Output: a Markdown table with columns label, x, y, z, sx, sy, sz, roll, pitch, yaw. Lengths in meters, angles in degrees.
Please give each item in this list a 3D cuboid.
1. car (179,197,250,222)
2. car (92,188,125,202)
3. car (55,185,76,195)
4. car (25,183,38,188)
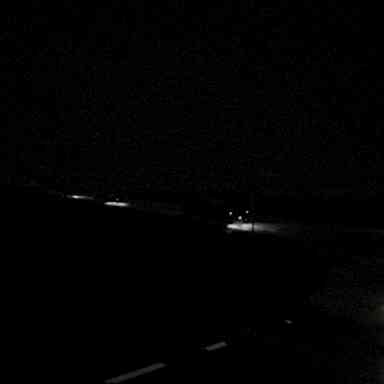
| label | x | y | z | sx | sy | sz | roll | pitch | yaw |
| --- | --- | --- | --- | --- | --- | --- | --- | --- | --- |
| car | 1.278 | 1.016 | 21.612 | 2.033 | 1.411 | 5.357 | 0 | 2 | -36 |
| car | -9.138 | 0.291 | 36.057 | 2.033 | 1.411 | 5.357 | 0 | 2 | -36 |
| car | -18.886 | -0.403 | 49.740 | 1.895 | 1.301 | 4.718 | 0 | 2 | -36 |
| car | -39.990 | -1.500 | 83.704 | 1.812 | 1.442 | 4.674 | 0 | 1 | -36 |
